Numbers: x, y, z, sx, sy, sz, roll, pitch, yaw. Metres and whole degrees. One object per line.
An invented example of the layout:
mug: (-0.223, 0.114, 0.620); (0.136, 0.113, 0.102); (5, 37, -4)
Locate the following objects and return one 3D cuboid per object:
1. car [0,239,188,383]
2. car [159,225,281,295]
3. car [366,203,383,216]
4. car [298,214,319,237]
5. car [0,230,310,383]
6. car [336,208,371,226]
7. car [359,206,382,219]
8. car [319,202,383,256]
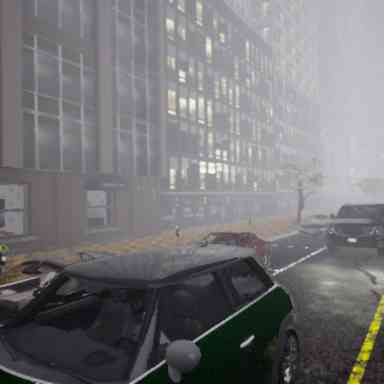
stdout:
car: (-2.172, 1.732, 5.473); (2.008, 1.369, 4.403); (-2, -2, 35)
car: (1.074, 1.838, 10.137); (1.802, 1.307, 4.206); (-2, -2, 35)
car: (23.784, 2.216, 42.802); (1.967, 1.590, 4.097); (-2, -2, 35)
car: (7.562, 1.956, 19.470); (2.008, 1.369, 4.403); (-2, -2, 35)
car: (-0.613, 1.452, 3.173); (2.097, 1.767, 4.553); (-2, -2, 35)
car: (14.052, 2.104, 28.801); (2.008, 1.369, 4.403); (-2, -2, 35)
car: (20.542, 2.284, 38.132); (1.802, 1.307, 4.206); (-2, -2, 35)
car: (7.631, 1.506, 14.858); (2.150, 2.045, 5.566); (-2, -2, 35)
